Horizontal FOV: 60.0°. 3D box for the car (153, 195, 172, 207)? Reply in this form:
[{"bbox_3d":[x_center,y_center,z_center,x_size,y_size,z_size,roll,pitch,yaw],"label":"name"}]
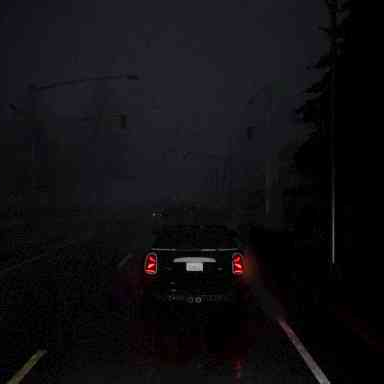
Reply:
[{"bbox_3d":[-3.986,1.496,43.622,1.812,1.442,4.674,0,0,0],"label":"car"}]

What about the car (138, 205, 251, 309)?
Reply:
[{"bbox_3d":[0.072,1.352,8.047,2.097,1.767,4.553,0,0,1],"label":"car"}]

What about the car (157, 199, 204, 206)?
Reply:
[{"bbox_3d":[0.258,1.477,23.757,4.902,1.511,2.128,0,0,1],"label":"car"}]

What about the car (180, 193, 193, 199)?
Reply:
[{"bbox_3d":[-0.841,1.555,73.411,1.895,1.301,4.718,0,0,-7],"label":"car"}]

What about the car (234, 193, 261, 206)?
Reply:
[{"bbox_3d":[8.504,1.146,51.272,3.866,1.878,1.905,0,0,-1],"label":"car"}]

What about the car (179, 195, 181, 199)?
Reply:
[{"bbox_3d":[-2.115,1.158,83.545,2.097,1.767,4.553,0,0,-13],"label":"car"}]

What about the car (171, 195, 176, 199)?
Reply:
[{"bbox_3d":[-4.045,1.475,52.796,1.837,1.490,4.892,0,0,0],"label":"car"}]

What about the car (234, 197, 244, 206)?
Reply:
[{"bbox_3d":[8.915,1.144,48.761,4.605,1.855,1.932,0,0,-1],"label":"car"}]
